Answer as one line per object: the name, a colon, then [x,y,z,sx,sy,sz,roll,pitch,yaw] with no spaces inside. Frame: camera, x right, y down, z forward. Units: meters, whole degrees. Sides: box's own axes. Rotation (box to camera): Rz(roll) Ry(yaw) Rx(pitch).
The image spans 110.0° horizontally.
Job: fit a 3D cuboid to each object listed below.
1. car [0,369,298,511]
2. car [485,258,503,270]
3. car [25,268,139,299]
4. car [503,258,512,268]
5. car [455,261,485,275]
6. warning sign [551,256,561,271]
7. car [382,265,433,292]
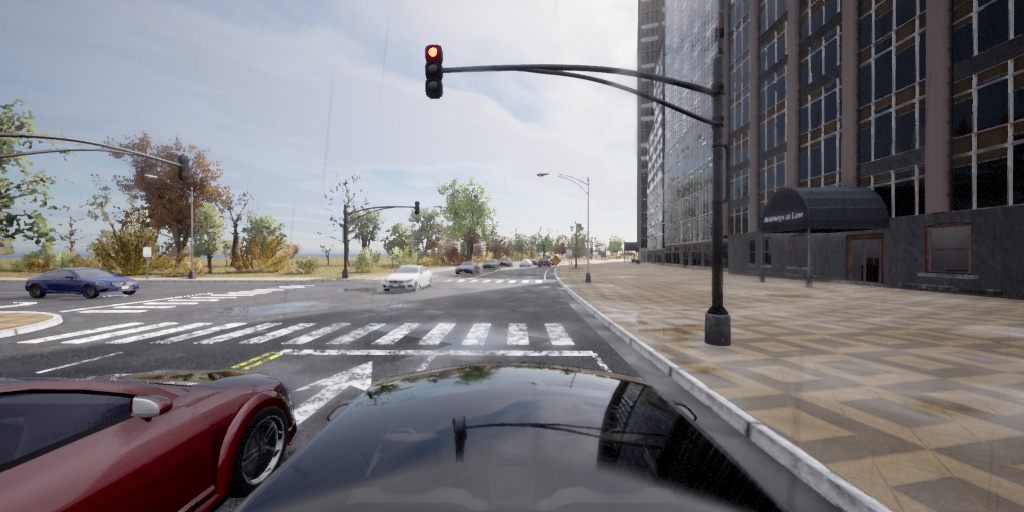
car: [-3.108,1.314,1.836,1.994,1.385,4.181,0,0,0]
car: [-2.993,1.257,52.295,1.837,1.490,4.892,0,-1,8]
car: [-21.674,1.322,18.105,4.674,1.442,1.812,0,0,4]
car: [-1.262,1.106,63.347,2.097,1.767,4.553,0,0,10]
car: [-4.655,1.295,38.600,2.033,1.411,5.357,0,0,6]
warning sign: [5.397,0.868,43.986,1.300,1.860,1.060,0,0,7]
car: [-6.014,1.273,21.224,1.812,1.442,4.674,0,0,3]
